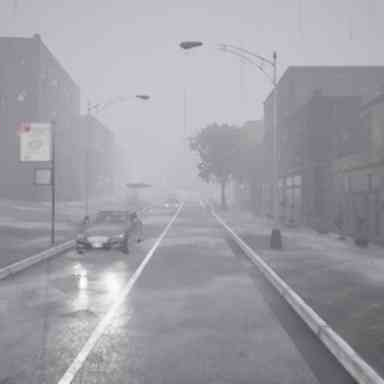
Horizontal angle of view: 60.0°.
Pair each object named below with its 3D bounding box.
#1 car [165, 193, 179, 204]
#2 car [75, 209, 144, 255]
[{"bbox_3d":[-3.287,1.032,55.570,2.097,1.767,4.553,0,1,0],"label":"car"},{"bbox_3d":[-3.110,1.471,13.345,2.128,1.511,4.902,0,0,0],"label":"car"}]
